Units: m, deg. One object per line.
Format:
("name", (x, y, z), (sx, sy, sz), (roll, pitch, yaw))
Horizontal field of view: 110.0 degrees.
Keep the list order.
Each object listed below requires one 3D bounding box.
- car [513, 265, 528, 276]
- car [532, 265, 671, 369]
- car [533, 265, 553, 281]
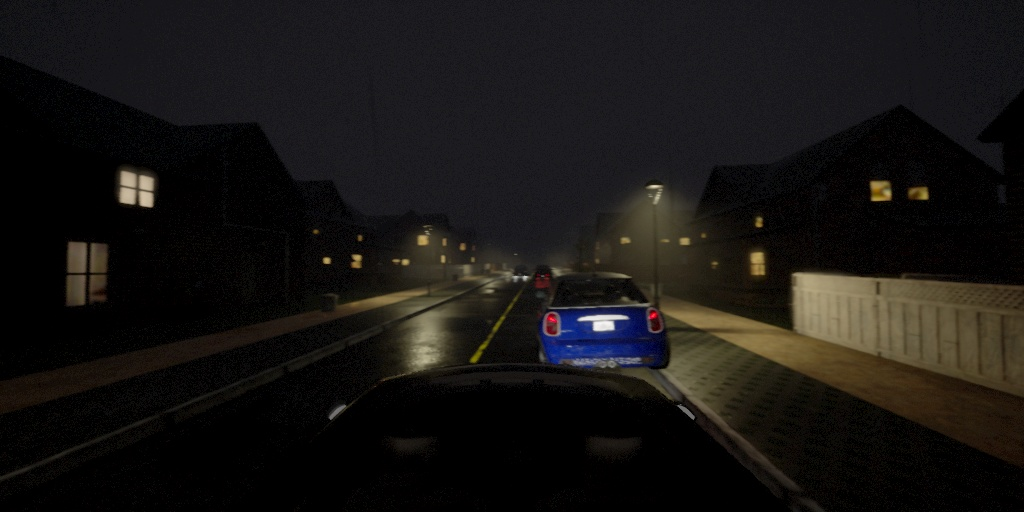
("car", (1.188, 1.899, 47.137), (2.033, 1.411, 5.357), (-1, -1, 5))
("car", (1.577, 1.121, 7.601), (2.097, 1.767, 4.553), (-3, -1, 5))
("car", (3.118, 1.670, 36.303), (1.837, 1.490, 4.892), (-1, -1, 5))
